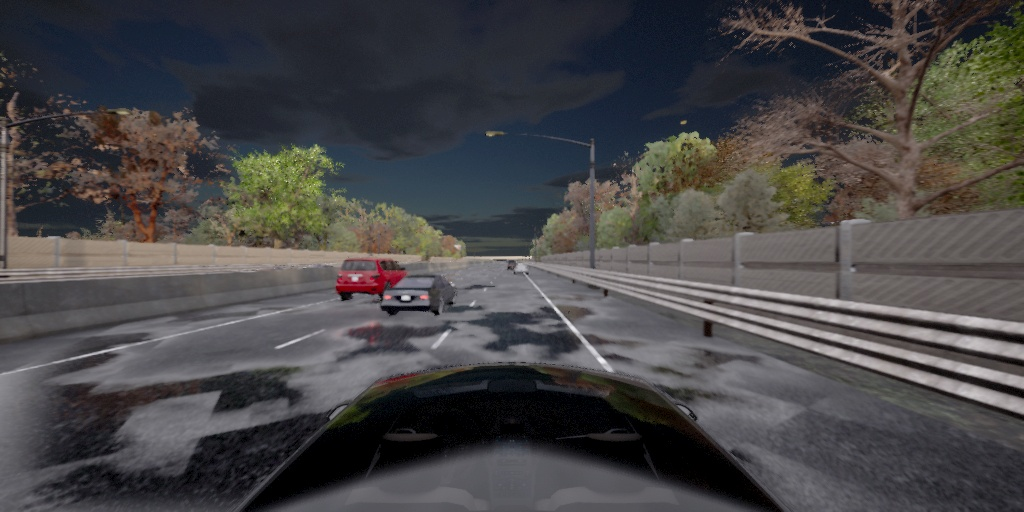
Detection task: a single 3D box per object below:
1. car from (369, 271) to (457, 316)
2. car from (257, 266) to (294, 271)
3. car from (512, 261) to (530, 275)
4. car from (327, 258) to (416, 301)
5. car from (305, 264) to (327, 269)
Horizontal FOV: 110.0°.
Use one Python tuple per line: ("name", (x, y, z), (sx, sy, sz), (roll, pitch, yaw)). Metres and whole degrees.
("car", (-3.402, 1.409, 13.978), (2.033, 1.411, 5.357), (0, -1, 0))
("car", (-24.582, 1.679, 37.766), (1.895, 1.301, 4.718), (0, -1, 0))
("car", (1.215, 1.706, 47.241), (1.812, 1.442, 4.674), (0, -1, 0))
("car", (-6.905, 1.123, 18.454), (2.150, 2.045, 5.566), (0, -1, 0))
("car", (-21.080, 1.587, 39.264), (2.128, 1.511, 4.902), (0, -1, 0))
